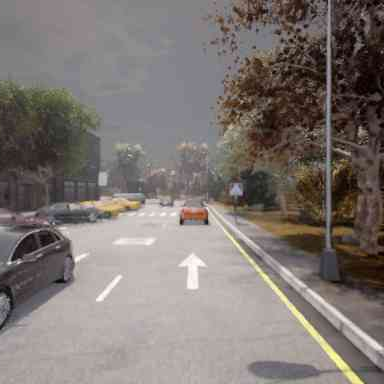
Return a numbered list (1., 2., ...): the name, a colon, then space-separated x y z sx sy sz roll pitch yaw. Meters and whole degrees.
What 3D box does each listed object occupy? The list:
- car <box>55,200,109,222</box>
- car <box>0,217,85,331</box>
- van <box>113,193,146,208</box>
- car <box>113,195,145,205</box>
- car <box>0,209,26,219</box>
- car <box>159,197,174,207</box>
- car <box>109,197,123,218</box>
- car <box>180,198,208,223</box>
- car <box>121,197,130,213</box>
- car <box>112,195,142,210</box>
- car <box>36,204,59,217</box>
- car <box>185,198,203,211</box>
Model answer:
1. car: -9.105 1.526 25.125 4.892 1.521 2.231 -1 0 -20
2. car: -3.985 1.510 6.850 1.837 1.490 4.892 0 0 0
3. van: -9.216 1.236 49.091 4.442 1.987 1.878 -1 1 -20
4. car: -9.086 1.525 43.145 5.008 1.535 2.097 -1 0 -20
5. car: -9.131 1.529 13.133 4.792 1.488 2.163 -1 0 -20
6. car: -3.797 1.456 50.102 2.128 1.511 4.902 0 1 1
7. car: -8.913 1.527 28.189 5.366 1.575 1.946 -1 0 -20
8. car: 0.159 1.394 25.926 2.097 1.767 4.553 0 0 0
9. car: -8.905 1.533 31.191 5.366 1.575 1.946 -1 0 -20
10. car: -9.242 1.550 40.077 5.366 1.575 1.946 -1 0 -20
11. car: -9.143 1.546 16.125 4.674 1.452 2.002 -1 0 -20
12. car: 0.280 1.537 42.525 2.128 1.511 4.902 0 1 0
